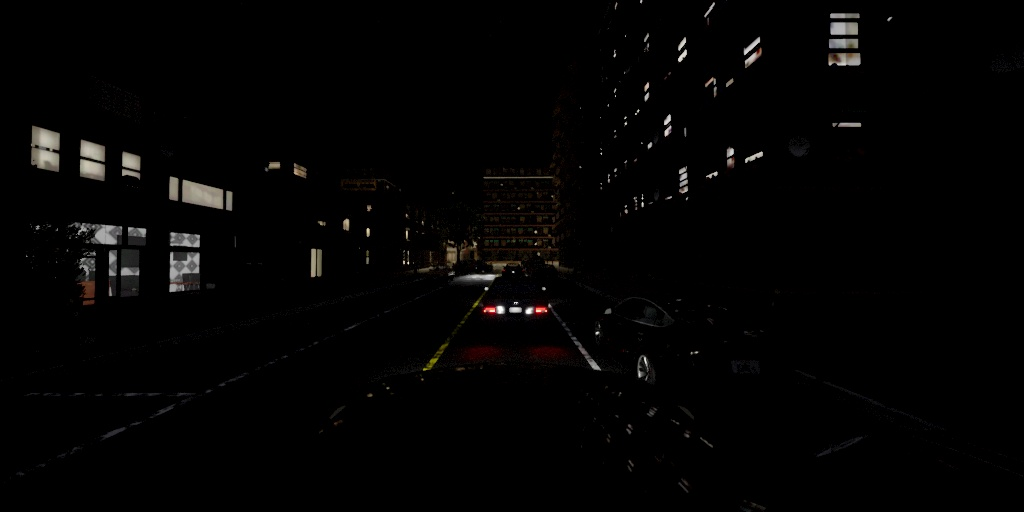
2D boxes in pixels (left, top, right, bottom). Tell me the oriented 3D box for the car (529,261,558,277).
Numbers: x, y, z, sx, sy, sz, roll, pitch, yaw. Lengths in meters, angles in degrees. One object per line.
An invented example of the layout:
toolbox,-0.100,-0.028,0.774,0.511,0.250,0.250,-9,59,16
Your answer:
car,2.694,1.313,28.969,2.007,1.370,4.403,0,0,0

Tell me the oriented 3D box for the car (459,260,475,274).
car,-5.653,1.209,40.284,1.967,1.591,4.097,0,0,0

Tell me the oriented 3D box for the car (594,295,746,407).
car,2.692,1.317,6.223,1.948,1.339,4.313,0,0,0

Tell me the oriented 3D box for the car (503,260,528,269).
car,0.103,1.328,32.288,1.994,1.385,4.181,0,0,0

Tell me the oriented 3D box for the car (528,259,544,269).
car,2.694,1.291,34.825,1.751,1.417,4.829,0,0,0

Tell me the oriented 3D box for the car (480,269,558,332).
car,0.096,1.301,10.841,2.033,1.411,5.357,0,0,0

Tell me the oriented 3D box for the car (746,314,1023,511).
car,2.691,1.189,0.536,1.967,1.591,4.097,0,0,0

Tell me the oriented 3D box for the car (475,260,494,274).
car,-3.095,1.370,40.571,1.895,1.301,4.718,0,0,0

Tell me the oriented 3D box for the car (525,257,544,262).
car,2.695,1.084,40.343,2.192,1.841,5.009,0,0,0

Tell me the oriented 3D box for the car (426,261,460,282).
car,-5.654,1.288,28.742,1.751,1.417,4.829,0,0,0
